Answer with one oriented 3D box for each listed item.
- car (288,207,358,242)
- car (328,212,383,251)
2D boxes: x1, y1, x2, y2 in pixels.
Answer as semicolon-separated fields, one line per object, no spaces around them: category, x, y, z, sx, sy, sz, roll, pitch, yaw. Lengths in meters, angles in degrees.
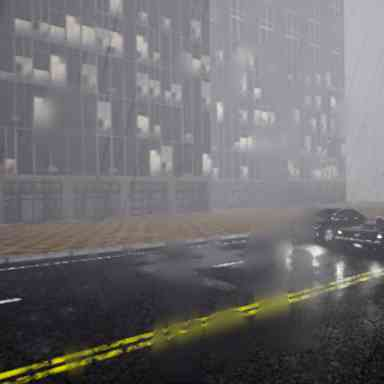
car;6.815;1.510;16.527;4.892;1.490;1.837;0;0;-35
car;7.728;1.606;13.188;4.718;1.301;1.895;0;0;-35
